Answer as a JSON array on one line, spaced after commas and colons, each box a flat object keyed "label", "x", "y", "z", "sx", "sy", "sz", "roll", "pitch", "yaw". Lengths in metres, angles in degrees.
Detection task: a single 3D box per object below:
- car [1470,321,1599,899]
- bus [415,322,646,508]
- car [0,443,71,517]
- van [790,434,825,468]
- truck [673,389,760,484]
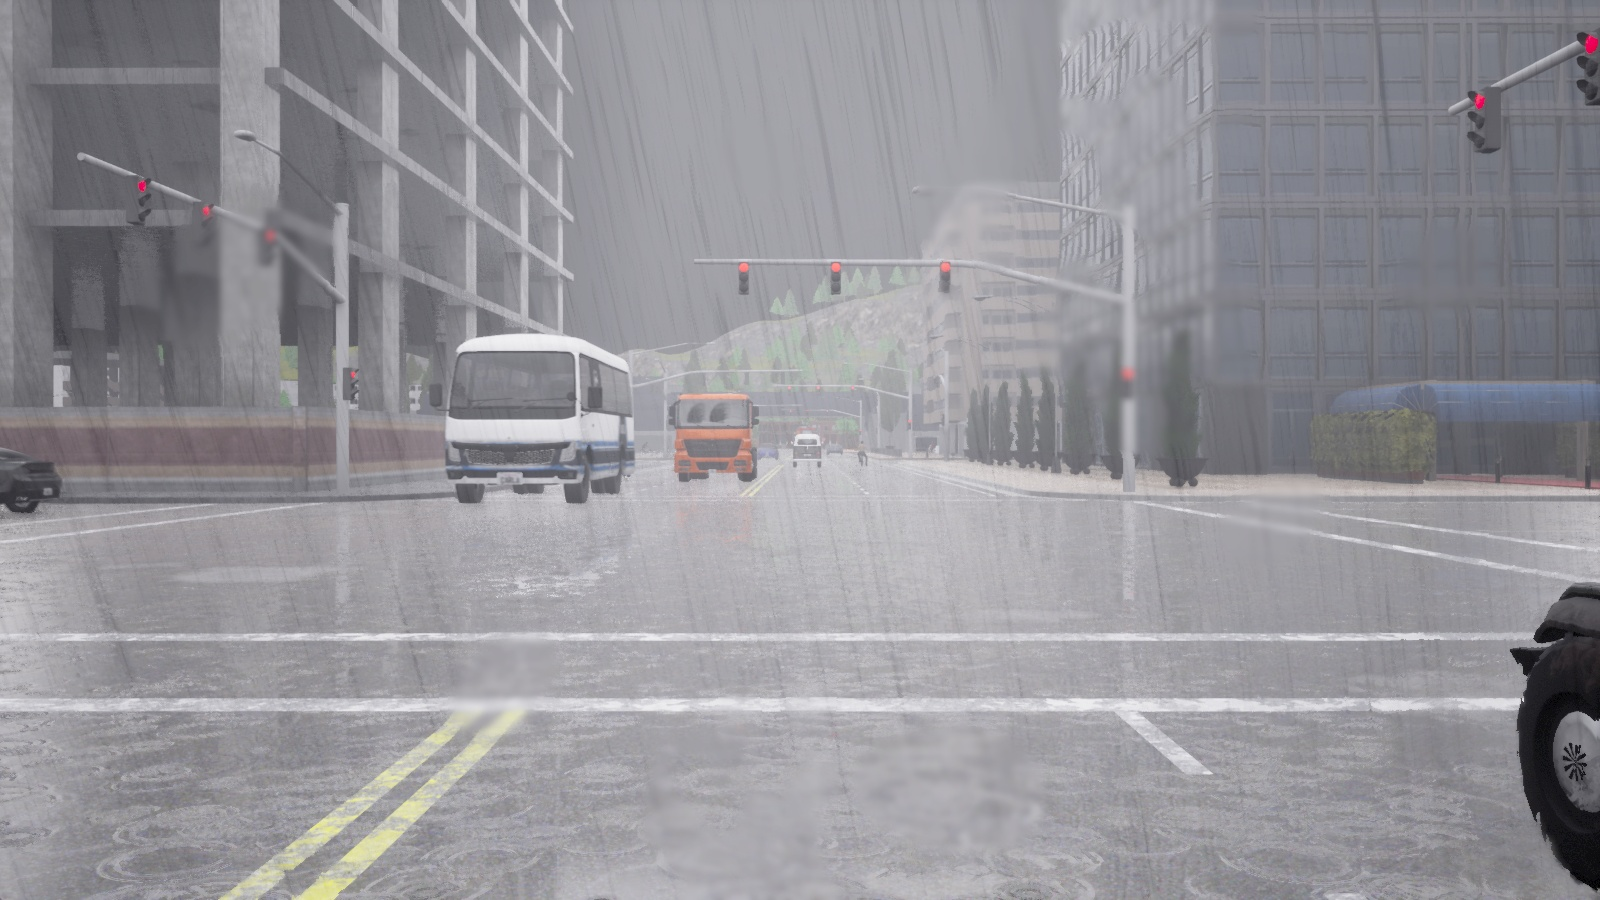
[{"label": "car", "x": 3.532, "y": 0.529, "z": 2.910, "sx": 1.905, "sy": 1.878, "sz": 3.866, "roll": 0, "pitch": 0, "yaw": 0}, {"label": "bus", "x": -6.794, "y": -0.826, "z": 33.833, "sx": 3.944, "sy": 4.253, "sz": 10.273, "roll": 0, "pitch": 0, "yaw": 0}, {"label": "car", "x": -18.121, "y": 0.590, "z": 26.089, "sx": 4.892, "sy": 1.490, "sz": 1.837, "roll": 0, "pitch": 0, "yaw": 0}, {"label": "van", "x": 0.452, "y": 0.032, "z": 77.677, "sx": 2.069, "sy": 2.038, "sz": 4.480, "roll": 0, "pitch": 0, "yaw": 0}, {"label": "truck", "x": -3.203, "y": -0.520, "z": 50.100, "sx": 2.891, "sy": 3.462, "sz": 7.936, "roll": 0, "pitch": 0, "yaw": 0}]
